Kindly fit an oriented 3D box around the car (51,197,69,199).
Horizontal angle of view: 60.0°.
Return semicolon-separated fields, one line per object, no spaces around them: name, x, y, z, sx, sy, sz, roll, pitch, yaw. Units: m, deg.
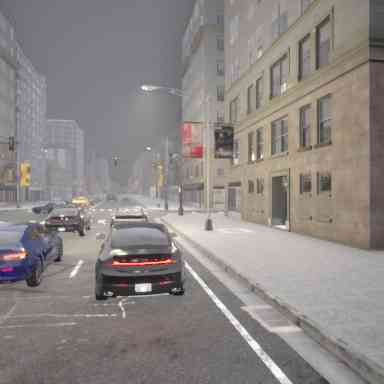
car;-19.583;1.510;48.176;2.128;1.511;4.902;0;0;-14

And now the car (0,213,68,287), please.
car;-4.793;1.527;9.032;1.812;1.442;4.674;0;0;-11

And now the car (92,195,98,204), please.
car;-18.175;1.373;58.038;2.097;1.767;4.553;0;0;-12

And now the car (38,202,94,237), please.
car;-6.606;1.509;17.998;1.837;1.490;4.892;0;0;-11

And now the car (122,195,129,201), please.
car;-17.906;1.499;89.816;1.882;1.535;5.008;0;0;-11

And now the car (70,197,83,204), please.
car;-23.362;1.617;67.586;1.895;1.301;4.718;0;0;-11

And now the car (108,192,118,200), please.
car;-20.852;1.115;87.980;2.150;2.045;5.566;0;0;-11

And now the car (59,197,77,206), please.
car;-21.436;1.568;57.745;2.033;1.411;5.357;0;0;-11

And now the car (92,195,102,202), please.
car;-22.056;1.497;77.531;1.837;1.490;4.892;0;0;-11

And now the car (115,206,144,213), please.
car;-3.311;1.495;17.591;2.128;1.511;4.902;0;0;-11

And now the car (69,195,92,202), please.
car;-16.371;1.496;48.952;1.882;1.535;5.008;0;0;-11

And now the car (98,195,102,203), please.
car;-20.059;1.574;67.648;1.994;1.385;4.181;0;0;-11

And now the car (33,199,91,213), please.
car;-12.373;1.605;31.566;4.718;1.301;1.895;0;0;-11

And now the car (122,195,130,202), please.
car;-15.928;1.617;80.021;1.895;1.301;4.718;0;0;-11

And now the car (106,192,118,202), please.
car;-18.788;1.243;77.767;2.150;2.045;5.566;0;0;-11

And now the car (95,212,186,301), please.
car;-1.368;1.506;8.470;1.837;1.490;4.892;0;0;-11
